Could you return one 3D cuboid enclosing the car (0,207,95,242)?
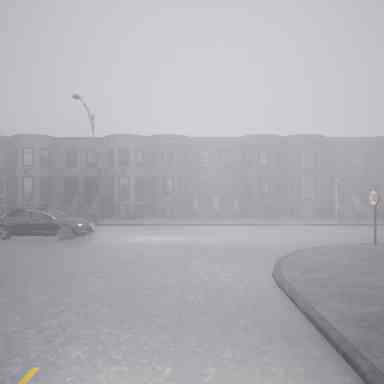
[{"bbox_3d":[-7.165,1.492,15.879,4.902,1.511,2.128,0,0,0],"label":"car"}]
